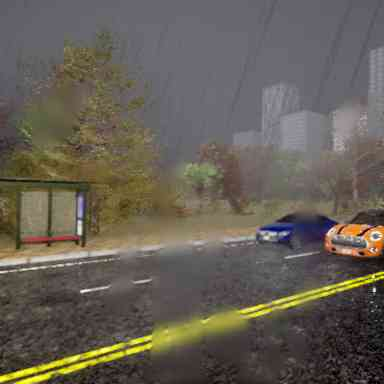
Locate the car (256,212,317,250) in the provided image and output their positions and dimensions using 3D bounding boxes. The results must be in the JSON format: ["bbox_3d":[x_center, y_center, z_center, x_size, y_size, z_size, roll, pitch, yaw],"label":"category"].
[{"bbox_3d":[5.003,1.677,15.248,4.674,1.442,1.812,1,-1,-36],"label":"car"}]

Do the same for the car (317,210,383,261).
[{"bbox_3d":[7.180,1.488,12.810,4.553,1.767,2.097,1,-1,-36],"label":"car"}]
